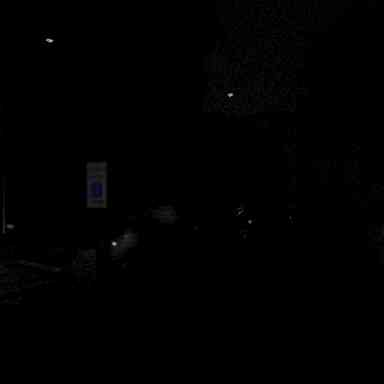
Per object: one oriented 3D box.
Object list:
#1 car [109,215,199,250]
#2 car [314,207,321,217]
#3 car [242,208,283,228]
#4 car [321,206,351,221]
[{"bbox_3d":[-1.769,1.858,16.352,2.033,1.411,5.357,-1,-1,36],"label":"car"},{"bbox_3d":[17.419,2.494,43.073,2.033,1.411,5.357,-1,-2,36],"label":"car"},{"bbox_3d":[5.758,2.026,26.897,2.128,1.511,4.902,-1,-2,35],"label":"car"},{"bbox_3d":[15.890,2.245,36.016,1.882,1.535,5.008,-1,-2,36],"label":"car"}]
